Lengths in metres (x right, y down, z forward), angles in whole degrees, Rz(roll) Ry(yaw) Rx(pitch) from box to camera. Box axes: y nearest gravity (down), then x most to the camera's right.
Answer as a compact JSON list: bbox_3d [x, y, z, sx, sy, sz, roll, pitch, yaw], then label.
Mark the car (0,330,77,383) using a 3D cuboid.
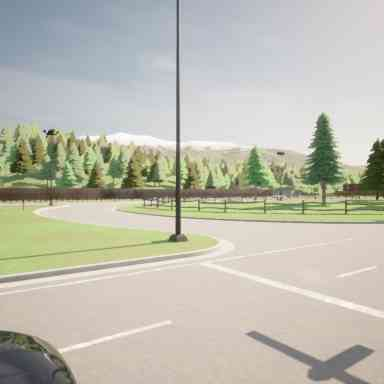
[{"bbox_3d":[-3.052,1.505,1.568,4.892,1.490,1.837,0,0,-35],"label":"car"}]
